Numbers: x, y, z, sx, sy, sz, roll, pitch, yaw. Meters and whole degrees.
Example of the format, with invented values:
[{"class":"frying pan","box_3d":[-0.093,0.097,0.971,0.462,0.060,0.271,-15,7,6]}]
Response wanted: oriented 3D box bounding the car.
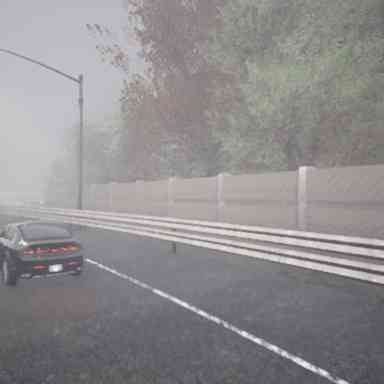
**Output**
[{"class":"car","box_3d":[-4.741,1.617,9.931,1.837,1.490,4.892,1,-1,-37]}]
